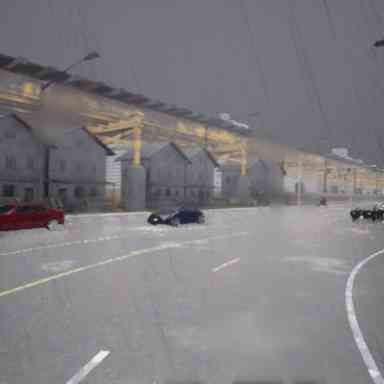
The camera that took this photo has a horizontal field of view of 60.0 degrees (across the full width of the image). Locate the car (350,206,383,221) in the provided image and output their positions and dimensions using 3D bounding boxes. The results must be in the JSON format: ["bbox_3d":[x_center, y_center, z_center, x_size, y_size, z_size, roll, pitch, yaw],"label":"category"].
[{"bbox_3d":[16.020,1.886,30.105,1.895,1.301,4.718,1,0,43],"label":"car"}]

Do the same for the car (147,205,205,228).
[{"bbox_3d":[-0.964,1.545,22.130,1.994,1.385,4.181,1,0,41],"label":"car"}]

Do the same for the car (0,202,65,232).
[{"bbox_3d":[-9.021,1.314,17.184,1.882,1.535,5.008,1,0,32],"label":"car"}]

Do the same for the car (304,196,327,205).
[{"bbox_3d":[17.713,1.284,47.621,2.097,1.767,4.553,1,0,43],"label":"car"}]
